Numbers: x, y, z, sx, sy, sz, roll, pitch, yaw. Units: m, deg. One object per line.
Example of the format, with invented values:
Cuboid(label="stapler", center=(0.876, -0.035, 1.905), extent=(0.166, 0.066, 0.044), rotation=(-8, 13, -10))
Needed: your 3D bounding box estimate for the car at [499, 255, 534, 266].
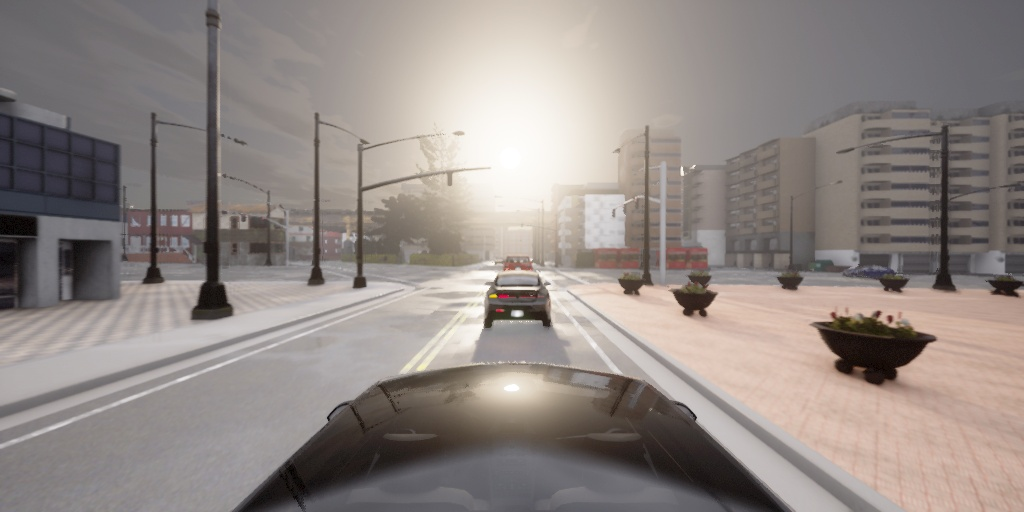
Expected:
Cuboid(label="car", center=(0.449, 0.905, 26.750), extent=(2.150, 2.045, 5.566), rotation=(0, 1, 1))

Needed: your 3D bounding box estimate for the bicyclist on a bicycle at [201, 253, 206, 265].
Cuboid(label="bicyclist on a bicycle", center=(-41.921, 0.415, 49.202), extent=(0.582, 1.620, 1.656), rotation=(1, 1, 0))

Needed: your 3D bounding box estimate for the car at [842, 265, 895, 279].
Cuboid(label="car", center=(38.976, 1.735, 39.189), extent=(4.674, 1.442, 1.812), rotation=(1, 0, 1))

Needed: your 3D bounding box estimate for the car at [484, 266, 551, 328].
Cuboid(label="car", center=(0.189, 1.216, 11.354), extent=(1.837, 1.490, 4.892), rotation=(0, -1, 1))
